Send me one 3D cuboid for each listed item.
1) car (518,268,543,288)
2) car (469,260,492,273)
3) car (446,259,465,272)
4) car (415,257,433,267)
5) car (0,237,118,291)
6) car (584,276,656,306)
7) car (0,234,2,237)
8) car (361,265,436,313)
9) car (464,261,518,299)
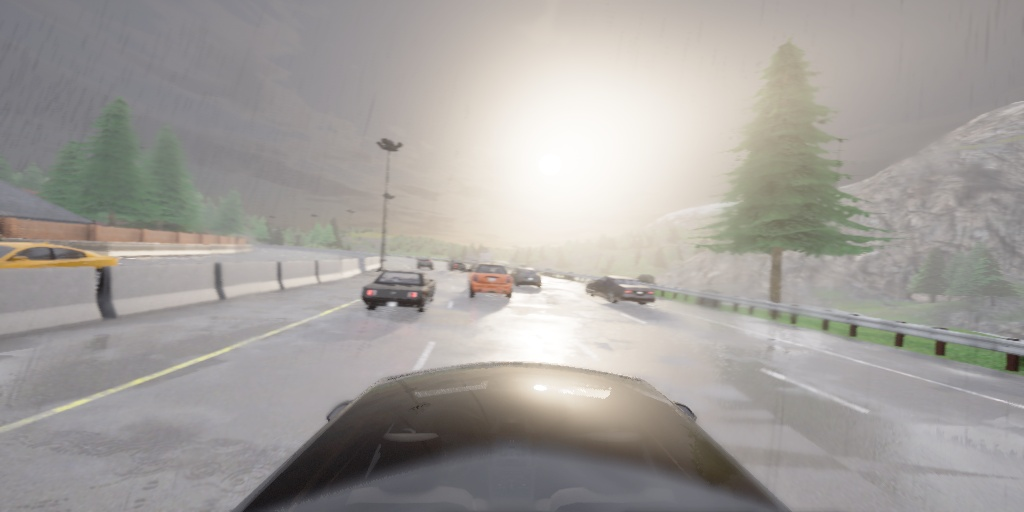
[{"bbox_3d":[0.885,1.561,26.812,1.994,1.385,4.181,4,0,-12],"label":"car"},{"bbox_3d":[-4.123,1.372,46.120,1.994,1.385,4.181,4,0,-18],"label":"car"},{"bbox_3d":[-6.662,1.120,42.756,1.837,1.490,4.892,5,0,-17],"label":"car"},{"bbox_3d":[-10.944,0.835,44.718,2.128,1.511,4.902,4,0,-19],"label":"car"},{"bbox_3d":[-14.431,0.330,10.328,1.882,1.535,5.008,4,0,-7],"label":"car"},{"bbox_3d":[5.768,1.817,19.813,2.033,1.411,5.357,4,0,-9],"label":"car"},{"bbox_3d":[-17.847,-0.158,9.762,2.150,2.045,5.566,4,0,-6],"label":"car"},{"bbox_3d":[-3.886,1.177,13.103,1.895,1.301,4.718,4,0,-7],"label":"car"},{"bbox_3d":[-1.276,1.146,19.133,2.097,1.767,4.553,4,0,-9],"label":"car"}]
